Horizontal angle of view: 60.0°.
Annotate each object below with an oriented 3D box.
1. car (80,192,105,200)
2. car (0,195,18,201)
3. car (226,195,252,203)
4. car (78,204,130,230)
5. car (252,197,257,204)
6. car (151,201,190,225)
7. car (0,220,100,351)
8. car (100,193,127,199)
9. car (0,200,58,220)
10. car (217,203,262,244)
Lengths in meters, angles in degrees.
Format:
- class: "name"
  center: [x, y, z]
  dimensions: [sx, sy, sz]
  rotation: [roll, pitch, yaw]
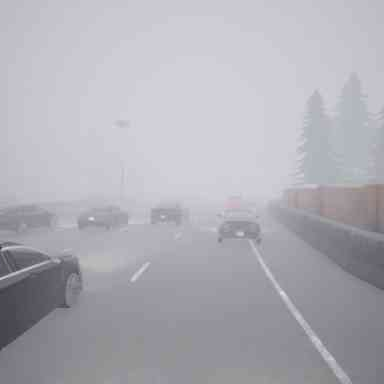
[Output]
- class: "car"
  center: [-15.719, 1.167, 52.741]
  dimensions: [2.128, 1.511, 4.902]
  rotation: [0, 0, 18]
- class: "car"
  center: [-25.516, 1.203, 44.451]
  dimensions: [1.837, 1.490, 4.892]
  rotation: [0, 0, 15]
- class: "car"
  center: [5.061, 1.163, 36.757]
  dimensions: [2.097, 1.767, 4.553]
  rotation: [0, 0, 16]
- class: "car"
  center: [-5.291, 1.439, 20.402]
  dimensions: [1.994, 1.385, 4.181]
  rotation: [0, 0, 8]
- class: "car"
  center: [7.889, 1.367, 46.320]
  dimensions: [1.895, 1.301, 4.718]
  rotation: [0, 0, 20]
- class: "car"
  center: [-1.390, 1.349, 22.863]
  dimensions: [1.882, 1.535, 5.008]
  rotation: [0, 0, 9]
- class: "car"
  center: [-3.215, 1.457, 4.879]
  dimensions: [2.128, 1.511, 4.902]
  rotation: [0, 0, 2]
- class: "car"
  center: [-11.921, 1.228, 53.094]
  dimensions: [2.033, 1.411, 5.357]
  rotation: [0, 0, 19]
- class: "car"
  center: [-9.151, 1.384, 18.016]
  dimensions: [1.837, 1.490, 4.892]
  rotation: [0, 0, 7]
- class: "car"
  center: [2.135, 1.447, 15.319]
  dimensions: [1.812, 1.442, 4.674]
  rotation: [0, 0, 7]
